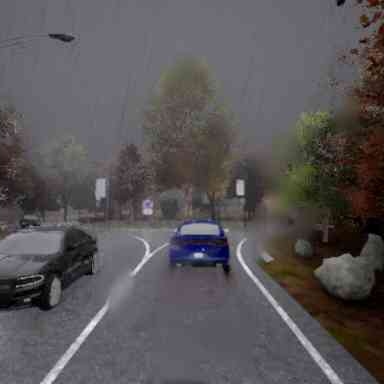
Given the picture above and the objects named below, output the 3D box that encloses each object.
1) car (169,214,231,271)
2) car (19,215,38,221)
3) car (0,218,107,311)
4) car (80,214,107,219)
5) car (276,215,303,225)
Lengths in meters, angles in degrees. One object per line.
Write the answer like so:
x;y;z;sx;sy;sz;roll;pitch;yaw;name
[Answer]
0.335;1.749;11.931;1.882;1.535;5.008;0;-2;3;car
-17.435;3.183;35.599;2.033;1.411;5.357;2;-4;-31;car
-3.721;1.624;8.286;1.882;1.535;5.008;0;-2;-2;car
-16.231;4.336;54.365;1.895;1.301;4.718;-3;-3;39;car
13.523;3.847;46.383;2.033;1.411;5.357;1;-4;-9;car
